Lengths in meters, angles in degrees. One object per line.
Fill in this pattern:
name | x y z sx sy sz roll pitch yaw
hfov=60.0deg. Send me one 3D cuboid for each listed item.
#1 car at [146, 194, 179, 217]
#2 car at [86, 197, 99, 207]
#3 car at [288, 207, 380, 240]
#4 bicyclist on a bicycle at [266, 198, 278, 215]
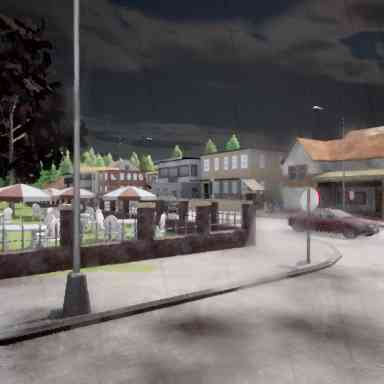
car | -2.605 1.218 31.203 2.150 2.045 5.566 0 0 -35
car | -15.836 1.221 49.964 2.150 2.045 5.566 0 0 -35
car | 7.229 1.524 17.447 1.812 1.442 4.674 0 0 -36
bicyclist on a bicycle | 7.542 1.347 31.424 1.656 1.620 0.582 0 0 -35
